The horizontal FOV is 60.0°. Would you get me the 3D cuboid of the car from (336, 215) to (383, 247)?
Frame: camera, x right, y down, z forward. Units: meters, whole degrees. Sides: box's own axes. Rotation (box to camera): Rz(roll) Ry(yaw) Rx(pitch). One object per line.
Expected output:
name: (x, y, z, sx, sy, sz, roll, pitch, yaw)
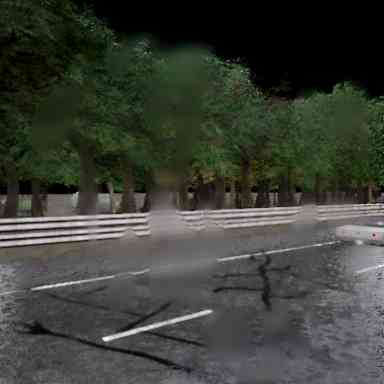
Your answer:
car: (8.134, 1.602, 13.849, 4.718, 1.301, 1.895, 0, 0, -35)
